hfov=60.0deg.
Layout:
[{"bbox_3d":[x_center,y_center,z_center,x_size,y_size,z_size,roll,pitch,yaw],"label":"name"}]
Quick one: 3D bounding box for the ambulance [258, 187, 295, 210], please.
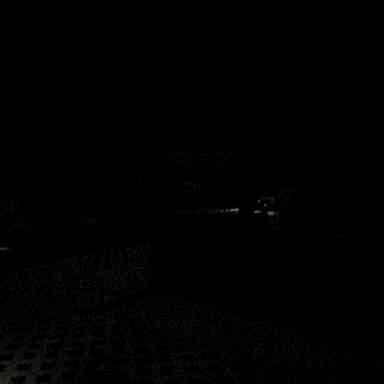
[{"bbox_3d":[9.627,0.712,38.014,2.351,2.431,6.366,2,2,35],"label":"ambulance"}]
